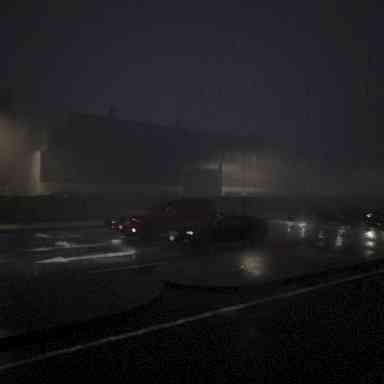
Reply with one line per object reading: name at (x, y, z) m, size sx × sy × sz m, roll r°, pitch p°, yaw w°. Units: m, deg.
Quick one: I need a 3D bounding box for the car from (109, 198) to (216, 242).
car at (-1.084, 1.319, 17.215) m, size 5.566 × 2.045 × 2.150 m, roll 1°, pitch 0°, yaw -35°

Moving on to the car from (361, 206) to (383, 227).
car at (14.514, 1.639, 23.822) m, size 4.553 × 1.767 × 2.097 m, roll 1°, pitch 0°, yaw -34°

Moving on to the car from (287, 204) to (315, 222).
car at (10.533, 1.812, 29.578) m, size 4.674 × 1.442 × 1.812 m, roll 1°, pitch -1°, yaw -34°

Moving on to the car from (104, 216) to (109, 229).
car at (-2.828, 1.579, 20.284) m, size 5.008 × 1.535 × 1.882 m, roll 1°, pitch -1°, yaw -35°

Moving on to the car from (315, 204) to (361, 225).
car at (12.437, 1.764, 26.638) m, size 5.008 × 1.535 × 1.882 m, roll 1°, pitch -1°, yaw -34°

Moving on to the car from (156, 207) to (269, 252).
car at (1.223, 1.595, 14.575) m, size 4.902 × 1.511 × 2.128 m, roll 1°, pitch 0°, yaw -35°
